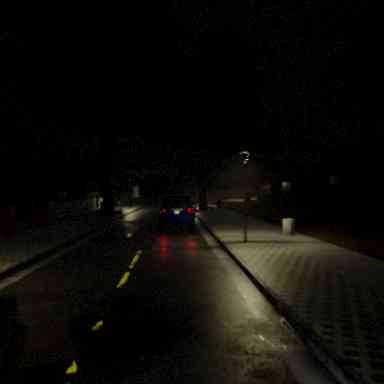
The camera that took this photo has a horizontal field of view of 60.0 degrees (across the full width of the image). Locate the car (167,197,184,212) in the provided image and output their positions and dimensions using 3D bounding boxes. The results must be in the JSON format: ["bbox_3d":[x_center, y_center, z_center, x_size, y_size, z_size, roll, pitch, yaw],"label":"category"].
[{"bbox_3d":[-1.997,1.439,40.210,1.882,1.535,5.008,-1,0,-3],"label":"car"}]

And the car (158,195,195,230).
[{"bbox_3d":[-0.977,1.207,21.187,2.150,2.045,5.566,-1,0,-3],"label":"car"}]

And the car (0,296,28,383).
[{"bbox_3d":[-2.763,1.576,1.639,2.033,1.411,5.357,-1,0,-3],"label":"car"}]
